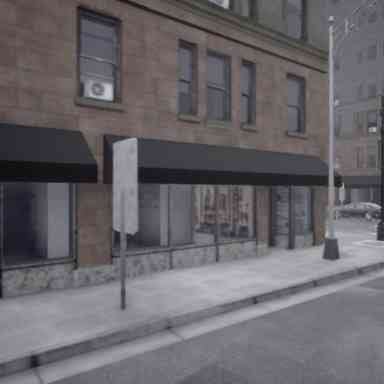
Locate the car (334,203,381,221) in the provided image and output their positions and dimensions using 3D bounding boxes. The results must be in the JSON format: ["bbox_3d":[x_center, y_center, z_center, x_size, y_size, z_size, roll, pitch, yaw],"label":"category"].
[{"bbox_3d":[13.565,1.548,27.226,2.008,1.369,4.403,-1,0,-35],"label":"car"}]
